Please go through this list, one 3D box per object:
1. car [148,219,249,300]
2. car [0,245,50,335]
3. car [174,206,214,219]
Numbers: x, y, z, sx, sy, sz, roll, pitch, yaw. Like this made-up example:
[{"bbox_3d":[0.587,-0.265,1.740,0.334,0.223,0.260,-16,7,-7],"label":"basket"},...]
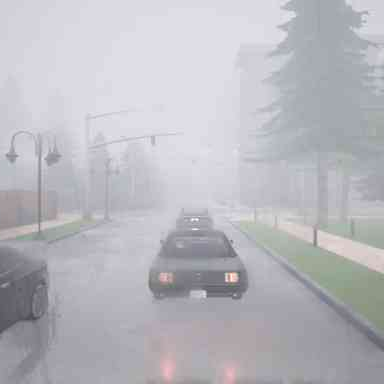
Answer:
[{"bbox_3d":[0.118,1.601,8.366,1.895,1.301,4.718,0,0,0],"label":"car"},{"bbox_3d":[-3.578,1.526,4.563,1.812,1.442,4.674,0,0,0],"label":"car"},{"bbox_3d":[0.131,1.505,17.627,1.837,1.490,4.892,0,0,0],"label":"car"}]
